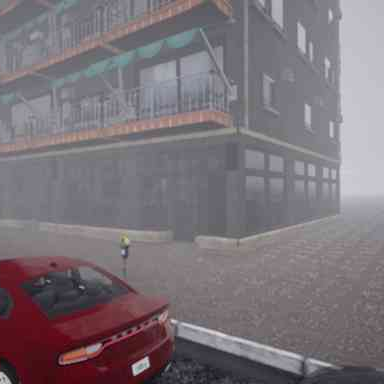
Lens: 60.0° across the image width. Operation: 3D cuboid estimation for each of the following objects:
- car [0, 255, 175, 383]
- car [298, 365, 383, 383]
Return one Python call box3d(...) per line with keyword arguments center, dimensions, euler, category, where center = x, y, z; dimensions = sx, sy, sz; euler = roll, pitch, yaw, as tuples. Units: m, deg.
box3d(center=(-2.310, 1.555, 4.523), dimensions=(4.507, 1.381, 1.887), euler=(0, 0, 35), category="car")
box3d(center=(2.280, 1.563, 1.251), dimensions=(4.313, 1.339, 1.947), euler=(0, 0, 35), category="car")
